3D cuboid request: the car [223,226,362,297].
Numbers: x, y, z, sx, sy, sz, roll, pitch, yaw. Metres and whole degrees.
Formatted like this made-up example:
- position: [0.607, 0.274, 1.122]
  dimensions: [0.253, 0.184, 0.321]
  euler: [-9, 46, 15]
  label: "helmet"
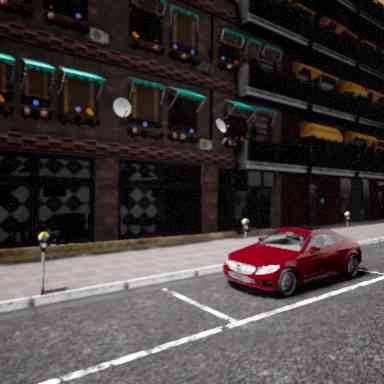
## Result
- position: [2.712, 1.564, 8.480]
  dimensions: [4.206, 1.307, 1.802]
  euler: [0, 1, -35]
  label: "car"
